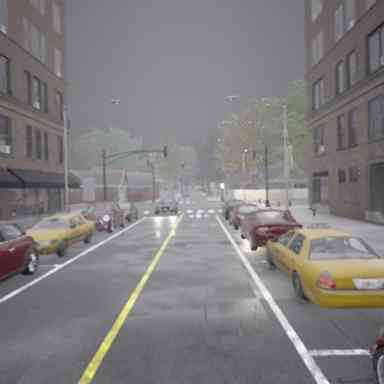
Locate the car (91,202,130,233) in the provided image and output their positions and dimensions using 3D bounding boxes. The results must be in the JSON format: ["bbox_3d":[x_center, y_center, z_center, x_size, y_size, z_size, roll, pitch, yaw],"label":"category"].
[{"bbox_3d":[-5.021,1.329,18.513,1.967,1.590,4.097,-1,1,1],"label":"car"}]

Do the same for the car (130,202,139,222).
[{"bbox_3d":[-4.915,1.400,24.032,1.802,1.307,4.206,-1,1,1],"label":"car"}]

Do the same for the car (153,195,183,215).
[{"bbox_3d":[-2.172,1.246,29.686,1.994,1.385,4.181,-1,1,1],"label":"car"}]

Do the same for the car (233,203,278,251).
[{"bbox_3d":[2.899,1.310,12.847,1.887,1.381,4.507,-1,1,1],"label":"car"}]

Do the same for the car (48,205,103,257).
[{"bbox_3d":[-5.126,1.487,12.826,1.752,1.417,4.829,-1,1,1],"label":"car"}]

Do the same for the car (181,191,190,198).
[{"bbox_3d":[-1.539,0.578,80.722,1.837,1.490,4.892,-1,1,1],"label":"car"}]

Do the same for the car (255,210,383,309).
[{"bbox_3d":[2.799,1.360,7.500,1.752,1.417,4.829,-1,1,1],"label":"car"}]

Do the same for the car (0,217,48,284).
[{"bbox_3d":[-5.227,1.471,7.478,1.967,1.590,4.097,-1,1,1],"label":"car"}]

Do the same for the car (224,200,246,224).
[{"bbox_3d":[3.003,1.277,18.364,1.802,1.307,4.206,-1,1,1],"label":"car"}]

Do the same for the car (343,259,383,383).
[{"bbox_3d":[2.694,1.491,1.813,1.802,1.307,4.206,-1,1,1],"label":"car"}]

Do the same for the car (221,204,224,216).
[{"bbox_3d":[3.106,1.190,23.881,1.947,1.339,4.313,-1,1,1],"label":"car"}]
